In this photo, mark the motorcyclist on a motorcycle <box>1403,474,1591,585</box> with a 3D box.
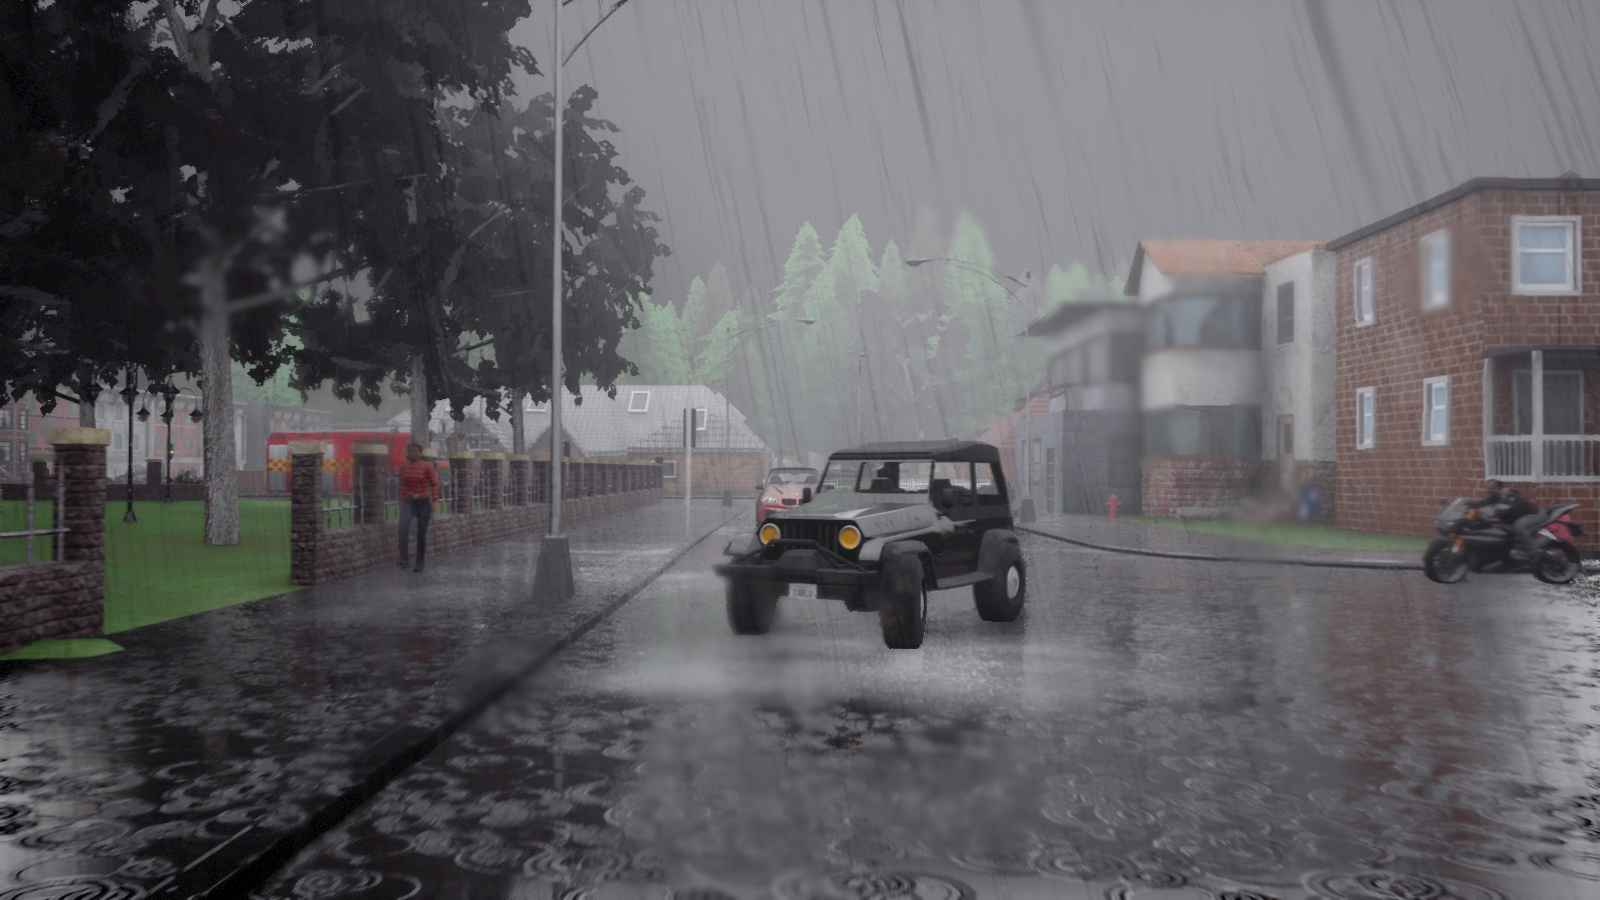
[{"bbox_3d":[9.906,1.110,17.910,2.191,1.530,0.866,0,-1,-1],"label":"motorcyclist on a motorcycle"}]

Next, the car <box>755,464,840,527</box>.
[{"bbox_3d":[-0.152,1.266,36.238,2.242,1.667,4.611,0,-1,-3],"label":"car"}]

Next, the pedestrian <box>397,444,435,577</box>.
[{"bbox_3d":[-5.403,0.842,17.689,0.331,1.846,0.636,0,-1,0],"label":"pedestrian"}]

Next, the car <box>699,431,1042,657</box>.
[{"bbox_3d":[0.873,0.818,12.607,1.905,1.878,3.866,-1,-1,30],"label":"car"}]

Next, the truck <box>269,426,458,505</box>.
[{"bbox_3d":[-21.788,0.793,63.061,8.468,3.827,2.891,0,-1,-1],"label":"truck"}]
